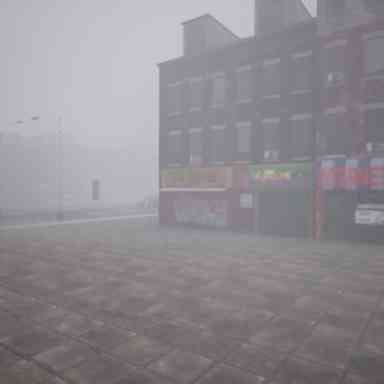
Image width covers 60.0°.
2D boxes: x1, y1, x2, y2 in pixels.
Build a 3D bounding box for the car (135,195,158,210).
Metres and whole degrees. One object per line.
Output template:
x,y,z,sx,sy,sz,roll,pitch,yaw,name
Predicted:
-4.769,1.176,40.253,2.097,1.767,4.553,0,0,35,car
